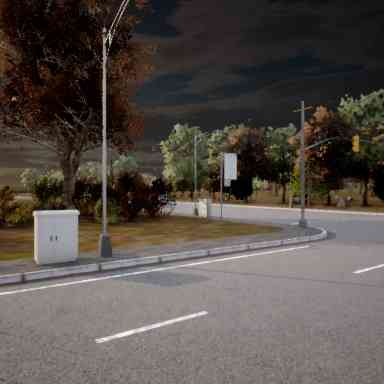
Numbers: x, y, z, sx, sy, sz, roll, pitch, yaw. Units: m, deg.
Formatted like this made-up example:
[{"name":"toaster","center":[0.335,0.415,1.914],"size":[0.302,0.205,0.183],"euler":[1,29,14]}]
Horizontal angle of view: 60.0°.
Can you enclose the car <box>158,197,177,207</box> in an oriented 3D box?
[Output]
[{"name":"car","center":[-4.062,1.438,49.658],"size":[2.128,1.511,4.902],"euler":[0,0,-34]}]
